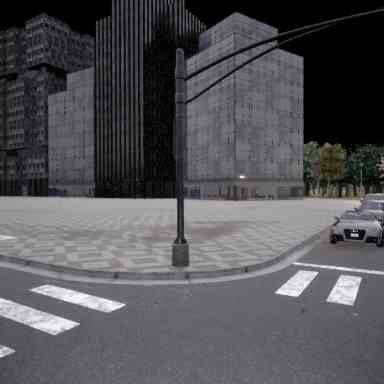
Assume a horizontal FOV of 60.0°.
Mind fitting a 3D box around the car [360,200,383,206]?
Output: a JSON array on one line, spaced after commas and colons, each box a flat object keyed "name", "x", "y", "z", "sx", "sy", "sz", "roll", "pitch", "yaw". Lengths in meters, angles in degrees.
[{"name": "car", "x": 12.554, "y": 1.539, "z": 23.558, "sx": 1.994, "sy": 1.385, "sz": 4.181, "roll": 0, "pitch": 0, "yaw": 31}]

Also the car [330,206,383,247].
[{"name": "car", "x": 7.506, "y": 1.548, "z": 15.023, "sx": 1.994, "sy": 1.385, "sz": 4.181, "roll": 0, "pitch": 0, "yaw": 30}]

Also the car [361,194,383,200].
[{"name": "car", "x": 18.027, "y": 1.185, "z": 32.759, "sx": 2.150, "sy": 2.045, "sz": 5.566, "roll": 0, "pitch": 0, "yaw": 31}]
